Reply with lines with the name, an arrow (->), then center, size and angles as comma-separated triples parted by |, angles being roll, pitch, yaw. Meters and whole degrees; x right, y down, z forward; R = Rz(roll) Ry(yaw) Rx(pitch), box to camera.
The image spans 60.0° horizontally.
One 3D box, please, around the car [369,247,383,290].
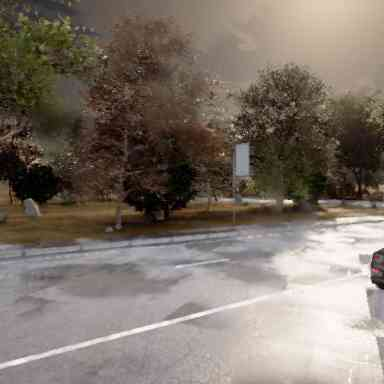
car -> 5.932, 1.514, 7.634 | 4.674, 1.442, 1.812 | 0, 0, -33
